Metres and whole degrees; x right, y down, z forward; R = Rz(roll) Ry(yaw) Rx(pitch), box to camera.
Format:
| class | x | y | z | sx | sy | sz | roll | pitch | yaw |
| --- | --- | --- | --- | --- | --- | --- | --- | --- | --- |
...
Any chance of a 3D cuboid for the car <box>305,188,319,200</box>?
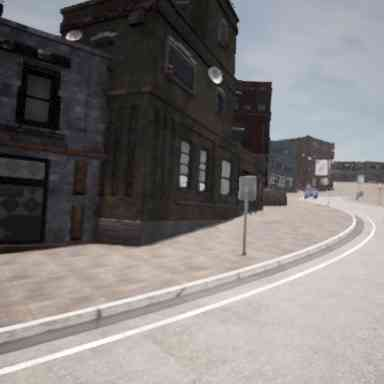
| class | x | y | z | sx | sy | sz | roll | pitch | yaw |
| --- | --- | --- | --- | --- | --- | --- | --- | --- | --- |
| car | 22.394 | 0.301 | 62.411 | 2.150 | 2.045 | 5.566 | 2 | 1 | 17 |
